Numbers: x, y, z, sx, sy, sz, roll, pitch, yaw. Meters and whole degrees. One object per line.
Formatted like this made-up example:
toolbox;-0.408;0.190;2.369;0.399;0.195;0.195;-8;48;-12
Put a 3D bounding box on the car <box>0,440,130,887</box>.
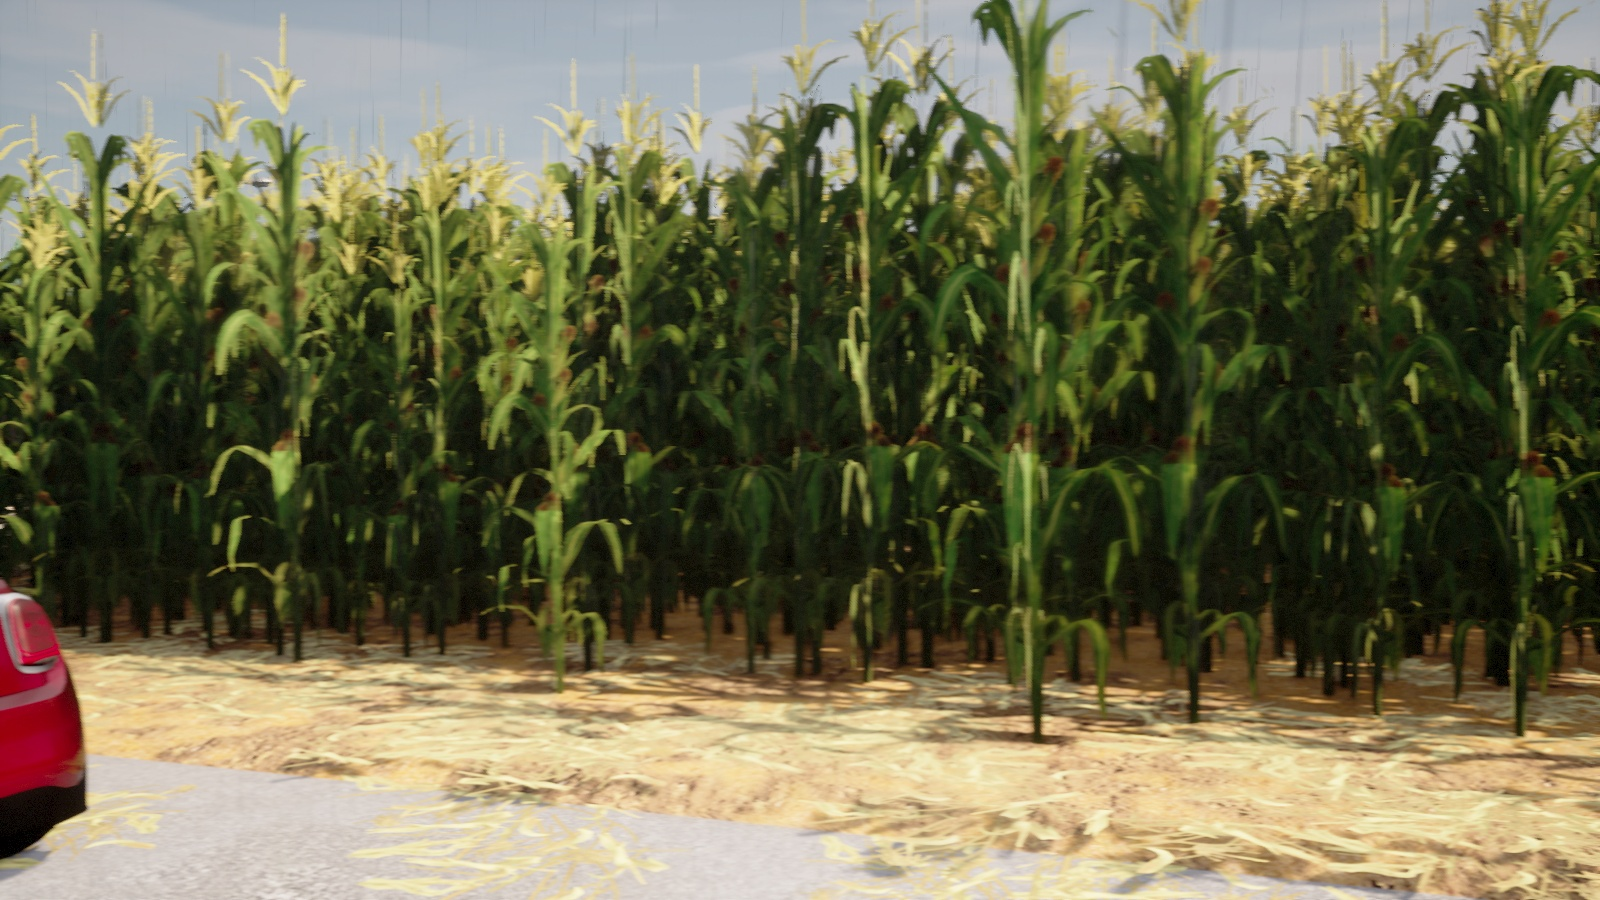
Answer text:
car;-4.600;0.700;4.322;3.806;1.475;1.970;1;1;19
